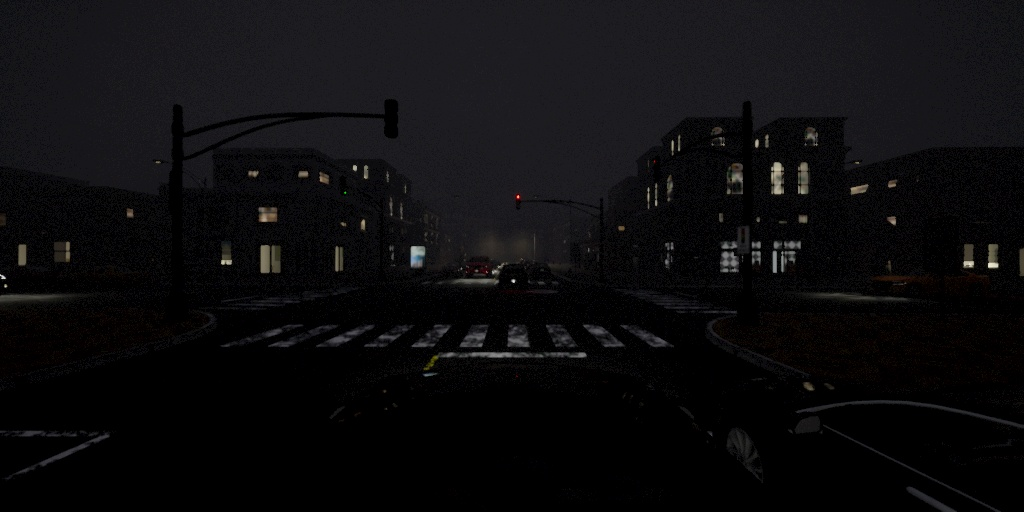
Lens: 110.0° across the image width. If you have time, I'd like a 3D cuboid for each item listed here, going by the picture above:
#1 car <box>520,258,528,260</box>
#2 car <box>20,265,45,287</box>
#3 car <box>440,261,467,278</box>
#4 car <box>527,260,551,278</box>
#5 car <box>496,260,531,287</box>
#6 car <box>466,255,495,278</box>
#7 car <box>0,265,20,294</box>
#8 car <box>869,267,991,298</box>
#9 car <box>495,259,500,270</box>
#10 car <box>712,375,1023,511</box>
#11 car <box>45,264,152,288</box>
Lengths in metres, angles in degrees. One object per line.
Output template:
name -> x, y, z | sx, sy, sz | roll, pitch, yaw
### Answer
car -> 2.679, 1.294, 61.593 | 2.007, 1.370, 4.403 | 0, 0, 0
car -> -30.824, 1.222, 22.455 | 4.207, 1.307, 1.802 | 0, 0, 1
car -> -5.696, 1.327, 33.995 | 1.802, 1.307, 4.207 | 0, 0, 0
car -> 2.684, 1.311, 33.984 | 1.948, 1.339, 4.313 | 0, 0, 0
car -> 0.095, 1.252, 24.138 | 1.837, 1.490, 4.892 | 0, 0, 0
car -> -3.108, 0.965, 34.415 | 2.150, 2.045, 5.566 | 0, 0, 1
car -> -26.592, 0.982, 16.606 | 4.553, 1.767, 2.097 | 0, 0, 1
car -> 22.065, 1.345, 19.065 | 5.008, 1.535, 1.882 | 0, 0, 1
car -> -3.099, 1.235, 51.251 | 2.128, 1.511, 4.902 | 0, 0, 0
car -> 2.691, 1.300, 1.594 | 2.007, 1.370, 4.403 | 0, 0, 0
car -> -25.458, 1.189, 22.373 | 4.829, 1.417, 1.751 | 0, 0, 1
